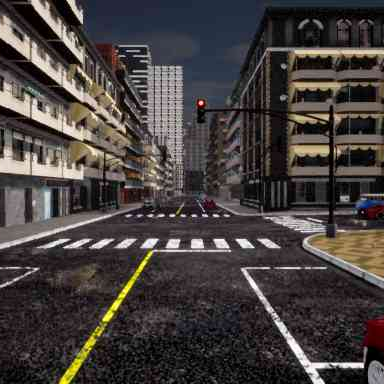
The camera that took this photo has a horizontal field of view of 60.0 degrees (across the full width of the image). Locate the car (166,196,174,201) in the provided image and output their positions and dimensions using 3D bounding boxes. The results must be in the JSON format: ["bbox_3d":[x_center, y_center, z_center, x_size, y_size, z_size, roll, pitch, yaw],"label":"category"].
[{"bbox_3d":[-5.850,1.633,89.496,1.802,1.307,4.206,-1,0,0],"label":"car"}]

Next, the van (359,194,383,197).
[{"bbox_3d":[15.596,1.035,27.404,3.998,1.788,1.690,-1,1,-1],"label":"van"}]

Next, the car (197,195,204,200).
[{"bbox_3d":[2.521,1.603,95.033,1.887,1.381,4.507,-1,0,0],"label":"car"}]

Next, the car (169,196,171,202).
[{"bbox_3d":[-5.812,1.609,67.385,1.802,1.307,4.206,-1,0,0],"label":"car"}]

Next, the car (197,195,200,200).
[{"bbox_3d":[2.569,1.578,67.394,2.008,1.369,4.403,-1,0,0],"label":"car"}]

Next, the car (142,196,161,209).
[{"bbox_3d":[-5.773,1.561,45.273,2.008,1.369,4.403,0,0,0],"label":"car"}]

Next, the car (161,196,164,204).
[{"bbox_3d":[-5.783,1.580,50.801,1.947,1.339,4.313,0,0,0],"label":"car"}]

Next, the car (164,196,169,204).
[{"bbox_3d":[-5.804,1.463,61.857,1.967,1.590,4.097,-1,0,0],"label":"car"}]

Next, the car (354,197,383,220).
[{"bbox_3d":[14.708,1.294,24.816,4.181,1.385,1.994,-1,0,-1],"label":"car"}]

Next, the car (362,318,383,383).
[{"bbox_3d":[2.681,1.544,1.811,1.887,1.381,4.507,0,0,0],"label":"car"}]

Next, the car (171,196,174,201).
[{"bbox_3d":[-5.831,1.563,78.270,1.752,1.417,4.829,-1,0,0],"label":"car"}]

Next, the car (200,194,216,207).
[{"bbox_3d":[2.596,1.454,50.810,1.967,1.590,4.097,-1,0,0],"label":"car"}]

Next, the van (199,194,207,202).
[{"bbox_3d":[2.547,1.379,78.449,1.690,1.788,3.998,-1,0,0],"label":"van"}]
